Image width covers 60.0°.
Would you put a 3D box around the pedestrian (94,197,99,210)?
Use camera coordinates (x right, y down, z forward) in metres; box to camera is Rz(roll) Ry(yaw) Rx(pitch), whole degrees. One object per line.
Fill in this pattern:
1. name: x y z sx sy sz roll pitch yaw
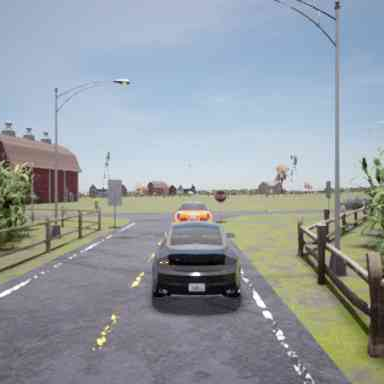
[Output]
1. pedestrian: -11.205 1.464 39.085 0.375 1.860 0.375 0 0 4

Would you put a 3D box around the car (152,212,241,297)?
1. car: 0.093 1.500 8.524 1.837 1.490 4.892 0 0 0

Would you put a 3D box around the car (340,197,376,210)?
1. car: 17.940 1.228 36.416 4.181 1.385 1.994 -1 0 -5

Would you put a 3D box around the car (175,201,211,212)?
1. car: 0.082 1.340 19.706 2.097 1.767 4.553 0 0 0
